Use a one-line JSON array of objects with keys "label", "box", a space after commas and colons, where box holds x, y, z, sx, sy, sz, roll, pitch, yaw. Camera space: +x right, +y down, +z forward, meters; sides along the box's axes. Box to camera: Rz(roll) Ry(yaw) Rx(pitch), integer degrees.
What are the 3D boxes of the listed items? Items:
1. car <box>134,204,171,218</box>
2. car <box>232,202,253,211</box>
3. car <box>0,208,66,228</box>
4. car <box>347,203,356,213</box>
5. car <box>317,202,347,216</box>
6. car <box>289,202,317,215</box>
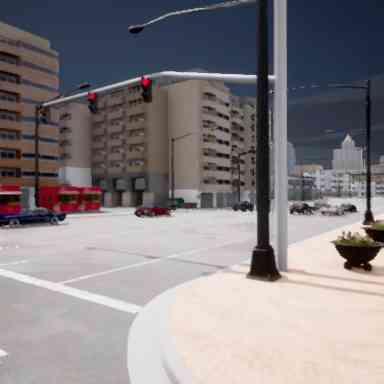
[{"label": "car", "box": [-4.104, 1.946, 34.916, 1.994, 1.385, 4.181, 0, -1, 36]}, {"label": "car", "box": [7.960, 2.257, 51.948, 1.994, 1.385, 4.181, 0, -1, 35]}, {"label": "car", "box": [-11.698, 1.816, 24.095, 1.895, 1.301, 4.718, 0, -1, 35]}, {"label": "car", "box": [22.459, 2.269, 48.232, 1.994, 1.385, 4.181, 0, -1, 35]}, {"label": "car", "box": [17.141, 2.168, 40.562, 1.895, 1.301, 4.718, 0, -1, 35]}, {"label": "car", "box": [13.728, 2.074, 41.804, 1.837, 1.490, 4.892, 0, -1, 36]}]
